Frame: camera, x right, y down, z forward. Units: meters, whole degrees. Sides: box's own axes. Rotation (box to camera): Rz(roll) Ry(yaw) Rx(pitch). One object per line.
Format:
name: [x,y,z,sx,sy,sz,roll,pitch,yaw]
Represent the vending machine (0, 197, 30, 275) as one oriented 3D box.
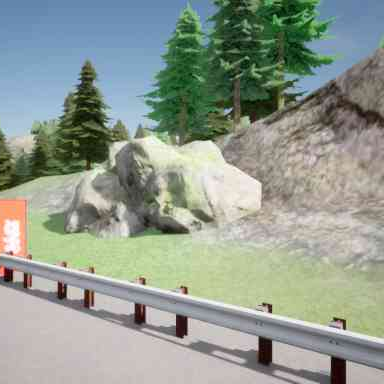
vending machine: [-5.416,1.195,9.531,0.880,2.100,1.100,0,0,35]
